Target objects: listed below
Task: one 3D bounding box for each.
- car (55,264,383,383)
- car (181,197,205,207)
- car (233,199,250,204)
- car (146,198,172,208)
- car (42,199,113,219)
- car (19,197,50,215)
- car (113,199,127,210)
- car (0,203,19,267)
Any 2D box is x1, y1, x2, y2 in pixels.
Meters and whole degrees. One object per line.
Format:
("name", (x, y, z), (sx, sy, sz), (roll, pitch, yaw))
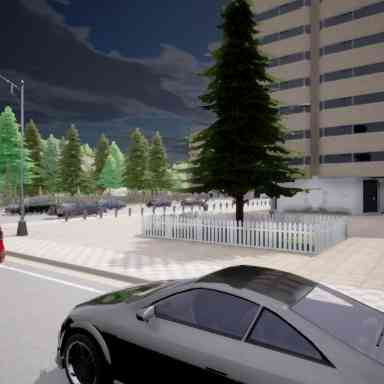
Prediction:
("car", (0.373, 1.564, 3.726), (4.181, 1.385, 1.994), (0, 0, 35))
("car", (0.153, 1.526, 50.157), (1.812, 1.442, 4.674), (0, 0, 35))
("car", (9.483, 1.562, 63.249), (1.994, 1.385, 4.181), (0, 0, 35))
("car", (-4.923, 1.564, 49.362), (1.994, 1.385, 4.181), (0, 0, 36))
("car", (-10.092, 1.547, 29.708), (2.033, 1.411, 5.357), (0, 0, 35))
("car", (-16.187, 1.352, 33.554), (2.097, 1.767, 4.553), (0, 0, 35))
("car", (-10.612, 1.547, 41.391), (2.033, 1.411, 5.357), (0, 0, 35))
("car", (-7.318, 1.221, 9.157), (5.566, 2.045, 2.150), (0, 0, 36))
